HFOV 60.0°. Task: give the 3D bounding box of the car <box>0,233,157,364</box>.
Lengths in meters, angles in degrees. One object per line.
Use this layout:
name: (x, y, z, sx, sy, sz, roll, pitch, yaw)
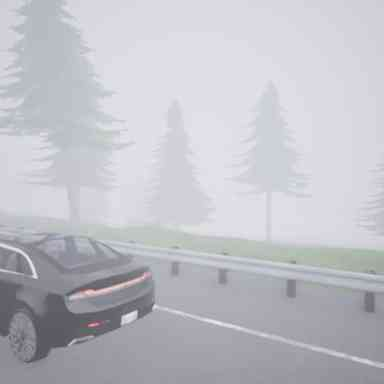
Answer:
car: (-2.859, 1.482, 5.839, 4.902, 1.511, 2.128, 0, 0, 34)
